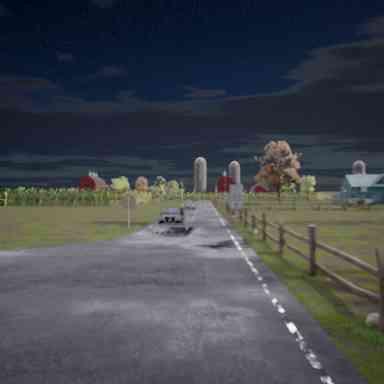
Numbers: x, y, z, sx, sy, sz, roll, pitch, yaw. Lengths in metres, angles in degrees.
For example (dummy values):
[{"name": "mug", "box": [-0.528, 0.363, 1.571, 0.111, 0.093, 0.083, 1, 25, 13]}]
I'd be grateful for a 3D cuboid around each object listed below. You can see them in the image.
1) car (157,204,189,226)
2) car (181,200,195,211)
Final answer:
[{"name": "car", "box": [-1.574, 1.915, 26.810, 1.994, 1.385, 4.181, 0, -1, 2]}, {"name": "car", "box": [-0.553, 1.985, 52.111, 2.097, 1.767, 4.553, 0, -1, 2]}]
